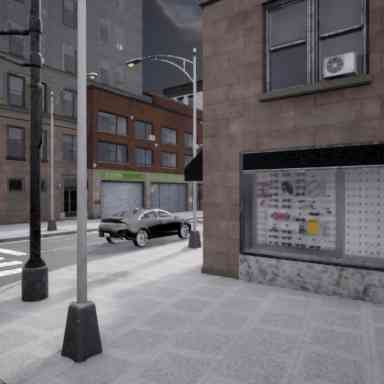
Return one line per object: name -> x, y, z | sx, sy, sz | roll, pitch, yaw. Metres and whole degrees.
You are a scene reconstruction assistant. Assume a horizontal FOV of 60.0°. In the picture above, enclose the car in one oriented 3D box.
car -> -1.920, 1.459, 14.979 | 2.128, 1.511, 4.902 | 0, 0, 35
